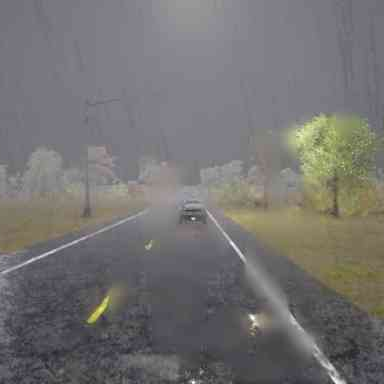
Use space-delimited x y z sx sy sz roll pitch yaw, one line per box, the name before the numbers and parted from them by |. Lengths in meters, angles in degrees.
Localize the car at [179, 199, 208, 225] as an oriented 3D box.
car | 0.095 1.499 24.196 1.837 1.490 4.892 0 0 0
